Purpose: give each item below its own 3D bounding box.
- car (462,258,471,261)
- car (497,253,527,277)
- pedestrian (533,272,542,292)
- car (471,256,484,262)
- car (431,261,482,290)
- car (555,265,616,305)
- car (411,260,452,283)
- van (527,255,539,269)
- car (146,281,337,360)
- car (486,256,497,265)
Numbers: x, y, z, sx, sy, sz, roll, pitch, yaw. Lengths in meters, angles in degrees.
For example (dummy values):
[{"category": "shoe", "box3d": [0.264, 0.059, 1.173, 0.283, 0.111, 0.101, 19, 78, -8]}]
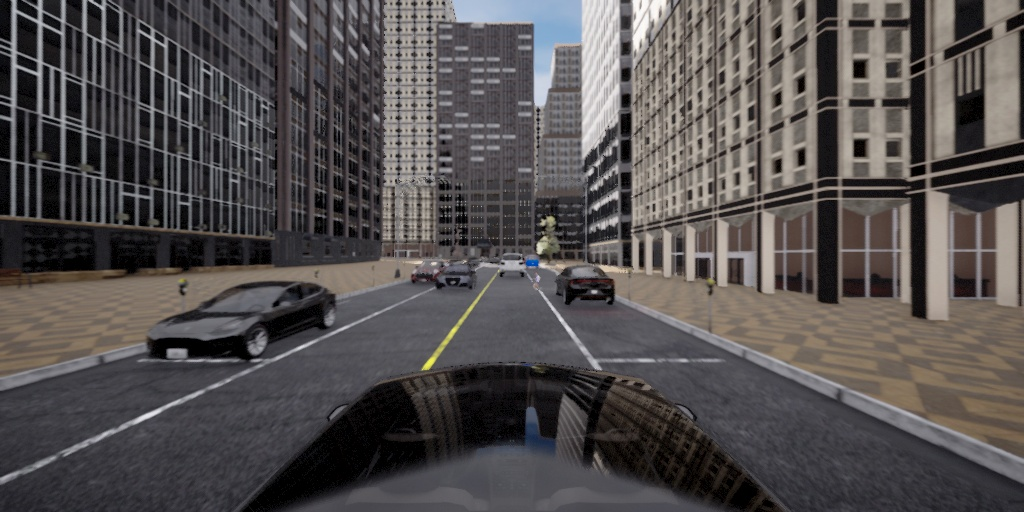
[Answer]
[{"category": "car", "box3d": [-5.702, 1.061, 36.485, 1.948, 1.339, 4.313, 0, 0, 0]}, {"category": "car", "box3d": [0.022, 0.748, 32.682, 2.150, 2.045, 5.566, 0, 1, 0]}, {"category": "pedestrian", "box3d": [1.322, 1.301, 18.539, 0.500, 1.100, 0.500, 1, 0, 0]}, {"category": "car", "box3d": [-5.707, 0.936, 53.412, 1.948, 1.339, 4.313, 0, 0, 0]}, {"category": "car", "box3d": [-3.098, 1.175, 20.772, 1.994, 1.385, 4.181, 0, 0, 0]}, {"category": "car", "box3d": [2.994, 1.128, 15.529, 1.882, 1.535, 5.008, 0, 0, 0]}, {"category": "car", "box3d": [-5.698, 1.018, 25.200, 1.967, 1.591, 4.097, 0, 0, 0]}, {"category": "van", "box3d": [2.676, 0.753, 47.766, 1.690, 1.789, 3.998, 0, 0, 0]}, {"category": "car", "box3d": [-5.692, 1.268, 8.271, 1.948, 1.339, 4.313, 0, 0, 0]}, {"category": "car", "box3d": [-3.039, 0.808, 62.852, 1.837, 1.490, 4.892, 0, 1, 0]}]
